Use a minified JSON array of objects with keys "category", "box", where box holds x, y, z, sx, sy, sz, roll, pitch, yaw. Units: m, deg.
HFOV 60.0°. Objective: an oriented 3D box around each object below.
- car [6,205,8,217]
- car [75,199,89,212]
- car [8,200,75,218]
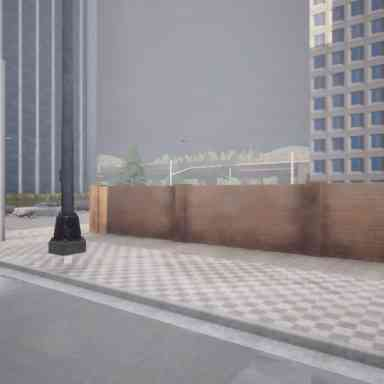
[{"category":"car","box":[-18.241,1.547,29.267,2.033,1.411,5.357,0,0,32]},{"category":"car","box":[-12.432,1.547,37.497,2.033,1.411,5.357,0,0,35]},{"category":"car","box":[-13.438,1.601,29.961,1.895,1.301,4.718,0,0,35]}]
